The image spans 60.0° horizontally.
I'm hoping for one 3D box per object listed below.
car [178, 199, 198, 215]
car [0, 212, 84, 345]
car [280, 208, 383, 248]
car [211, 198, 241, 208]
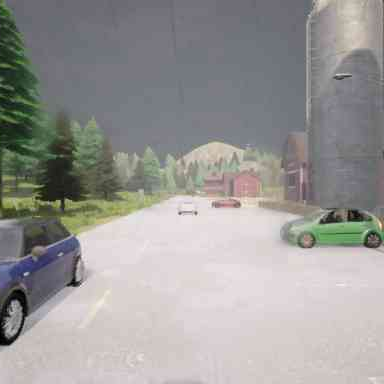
[{"bbox_3d":[-0.419,1.526,34.009,1.812,1.442,4.674,0,0,-1],"label":"car"},{"bbox_3d":[-3.699,1.352,6.322,2.097,1.767,4.553,0,0,-1],"label":"car"},{"bbox_3d":[5.824,1.483,14.099,3.988,1.617,1.851,0,0,-1],"label":"car"},{"bbox_3d":[4.833,1.550,47.096,4.181,1.381,1.994,0,0,-1],"label":"car"}]
